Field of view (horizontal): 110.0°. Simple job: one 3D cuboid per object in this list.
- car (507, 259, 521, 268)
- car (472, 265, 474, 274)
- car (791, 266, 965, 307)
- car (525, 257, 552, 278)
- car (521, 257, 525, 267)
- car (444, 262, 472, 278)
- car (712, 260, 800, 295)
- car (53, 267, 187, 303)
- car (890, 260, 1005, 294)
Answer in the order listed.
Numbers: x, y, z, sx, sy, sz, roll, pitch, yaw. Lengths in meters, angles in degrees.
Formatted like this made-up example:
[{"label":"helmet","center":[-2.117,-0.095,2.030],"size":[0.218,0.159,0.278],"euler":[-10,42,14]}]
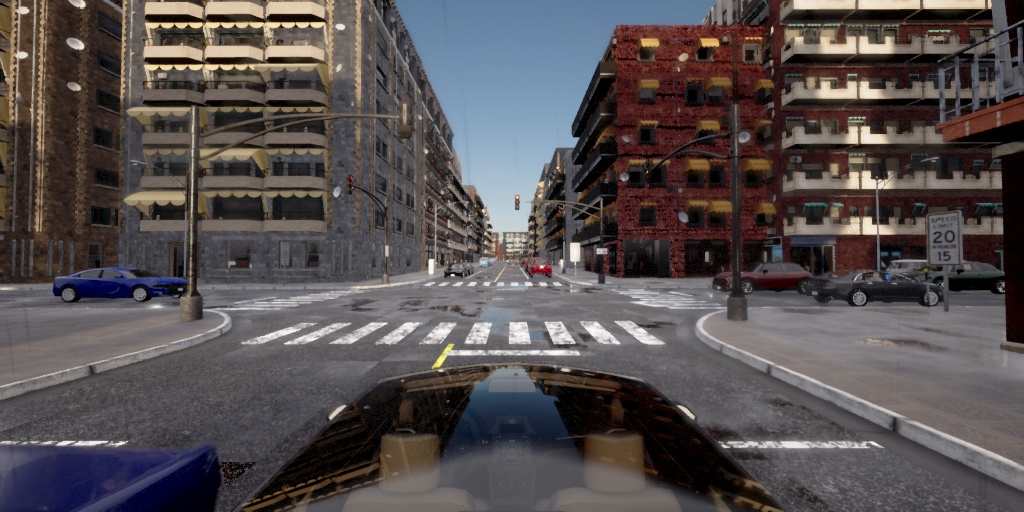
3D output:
[{"label":"car","center":[0.207,1.314,63.540],"size":[2.128,1.511,4.902],"euler":[0,0,0]},{"label":"car","center":[-5.250,1.331,39.544],"size":[1.948,1.339,4.313],"euler":[0,0,0]},{"label":"car","center":[13.765,1.185,13.702],"size":[4.403,1.370,2.007],"euler":[0,0,0]},{"label":"car","center":[2.622,1.077,34.015],"size":[2.192,1.841,5.009],"euler":[0,0,0]},{"label":"car","center":[2.641,1.086,45.138],"size":[2.192,1.841,5.009],"euler":[0,0,0]},{"label":"car","center":[-5.259,1.328,33.983],"size":[1.948,1.339,4.313],"euler":[0,0,0]},{"label":"car","center":[13.246,1.102,19.115],"size":[4.553,1.767,2.097],"euler":[0,-1,-1]},{"label":"car","center":[-17.589,1.254,16.320],"size":[5.008,1.535,1.882],"euler":[0,-1,0]},{"label":"car","center":[23.095,1.079,19.096],"size":[4.553,1.767,2.097],"euler":[0,-1,0]}]
